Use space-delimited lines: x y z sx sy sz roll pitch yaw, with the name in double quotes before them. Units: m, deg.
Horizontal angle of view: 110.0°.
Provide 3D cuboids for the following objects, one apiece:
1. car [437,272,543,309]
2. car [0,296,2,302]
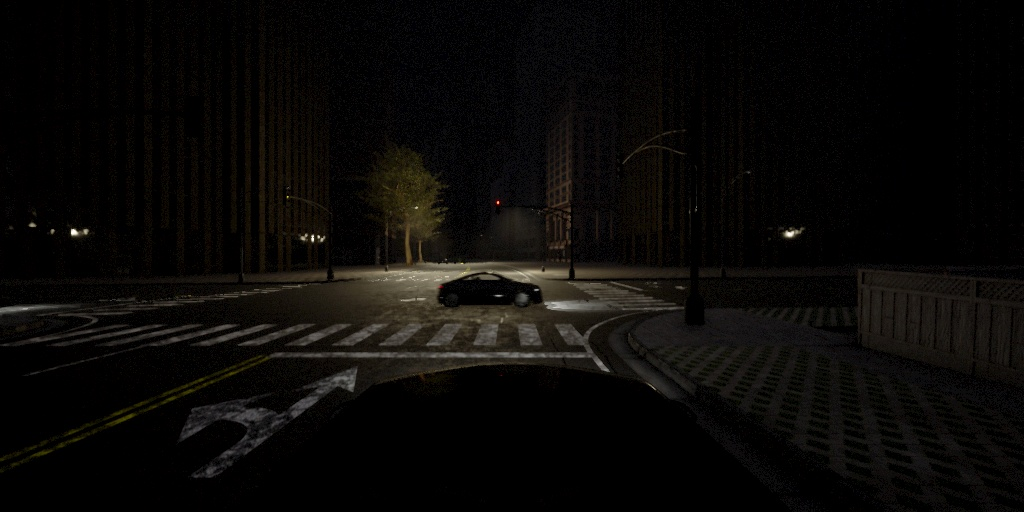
"car" -0.870 1.326 14.434 4.181 1.385 1.994 0 0 0
"car" -23.617 1.477 14.286 4.674 1.442 1.812 0 0 0
